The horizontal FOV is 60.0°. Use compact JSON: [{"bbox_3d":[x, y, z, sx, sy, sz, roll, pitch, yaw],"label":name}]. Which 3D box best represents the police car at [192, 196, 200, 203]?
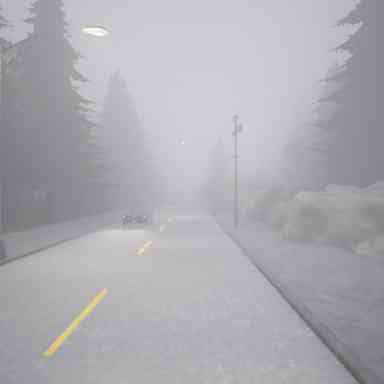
[{"bbox_3d":[1.223,2.228,93.991,1.930,1.638,5.238,-4,-1,0],"label":"police car"}]

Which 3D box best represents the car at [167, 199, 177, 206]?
[{"bbox_3d":[-3.935,2.187,66.231,2.033,1.411,5.357,1,-1,0],"label":"car"}]

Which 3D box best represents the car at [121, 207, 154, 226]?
[{"bbox_3d":[-4.065,1.832,25.469,1.895,1.301,4.718,0,-1,0],"label":"car"}]
